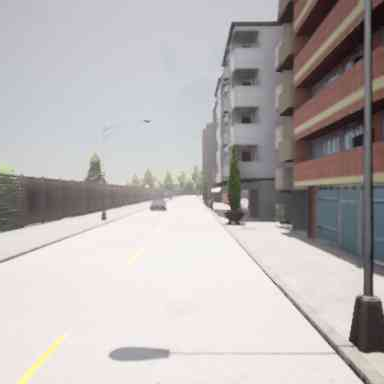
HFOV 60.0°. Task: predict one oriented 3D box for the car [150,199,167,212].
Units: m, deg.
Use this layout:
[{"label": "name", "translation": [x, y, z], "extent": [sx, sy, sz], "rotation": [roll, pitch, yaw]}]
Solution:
[{"label": "car", "translation": [-3.992, 1.560, 40.257], "extent": [1.812, 1.442, 4.674], "rotation": [0, 0, 0]}]
